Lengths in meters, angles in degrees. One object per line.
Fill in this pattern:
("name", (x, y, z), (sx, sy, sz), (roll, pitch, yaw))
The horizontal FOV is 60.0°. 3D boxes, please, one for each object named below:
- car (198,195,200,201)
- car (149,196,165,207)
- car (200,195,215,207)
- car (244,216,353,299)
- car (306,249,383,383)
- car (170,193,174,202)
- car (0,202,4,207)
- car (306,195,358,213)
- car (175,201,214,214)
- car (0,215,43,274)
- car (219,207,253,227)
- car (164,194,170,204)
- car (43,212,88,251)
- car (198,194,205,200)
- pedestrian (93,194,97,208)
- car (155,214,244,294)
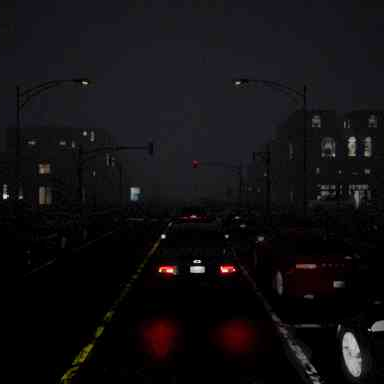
("car", (2.618, 1.587, 63.101), (1.802, 1.307, 4.206), (0, 0, 0))
("car", (-5.749, 1.586, 52.062), (1.802, 1.307, 4.206), (0, 0, 0))
("car", (2.632, 1.570, 52.059), (1.947, 1.339, 4.313), (0, 0, 0))
("car", (2.685, 1.545, 8.285), (1.887, 1.381, 4.507), (0, 0, 0))
("car", (2.691, 1.551, 2.593), (2.008, 1.369, 4.403), (0, 0, 0))
("car", (-5.775, 1.448, 74.149), (1.967, 1.590, 4.097), (0, 0, 0))
("car", (-25.499, 1.445, 40.427), (4.829, 1.417, 1.752), (0, -1, 1))
("car", (15.567, 1.313, 37.253), (5.566, 2.045, 2.150), (0, 0, 1))
("car", (0.077, 1.506, 19.462), (1.837, 1.490, 4.892), (0, 0, 0))
("car", (-5.695, 1.440, 8.291), (1.967, 1.590, 4.097), (0, 0, 0))
("car", (2.671, 1.552, 19.669), (2.008, 1.369, 4.403), (0, 0, 0))
("car", (-5.762, 1.556, 63.105), (2.008, 1.369, 4.403), (0, 0, 0))
("car", (-5.703, 1.551, 13.984), (2.008, 1.369, 4.403), (0, 0, 0))
("car", (2.586, 1.454, 90.711), (1.967, 1.590, 4.097), (0, 0, 0))
("pedestrian", (-12.603, 1.133, 43.187), (0.375, 1.860, 0.375), (0, -1, 1))
("car", (0.089, 1.548, 8.941), (2.033, 1.411, 5.357), (0, 0, 0))
